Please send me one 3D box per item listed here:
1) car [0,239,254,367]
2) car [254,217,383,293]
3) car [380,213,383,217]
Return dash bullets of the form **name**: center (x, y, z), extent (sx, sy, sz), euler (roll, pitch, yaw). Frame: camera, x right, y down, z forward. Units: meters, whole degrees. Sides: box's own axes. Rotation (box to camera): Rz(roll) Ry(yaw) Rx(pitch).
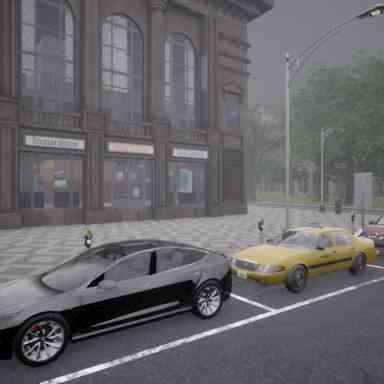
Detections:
- **car**: center (-1.208, 1.566, 5.792), extent (4.313, 1.339, 1.947), euler (0, 0, -36)
- **car**: center (3.076, 1.526, 8.859), extent (4.829, 1.417, 1.752), euler (0, 0, -36)
- **car**: center (7.635, 1.441, 12.123), extent (4.097, 1.590, 1.967), euler (0, 0, -36)
